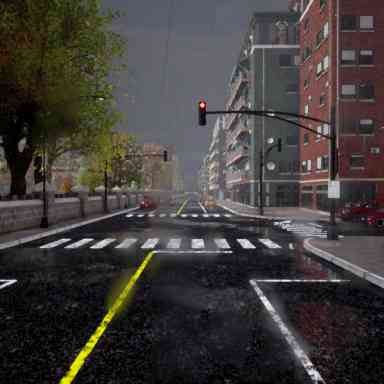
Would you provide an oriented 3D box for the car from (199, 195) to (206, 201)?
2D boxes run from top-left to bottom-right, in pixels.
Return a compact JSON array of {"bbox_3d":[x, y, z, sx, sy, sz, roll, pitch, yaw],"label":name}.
[{"bbox_3d":[2.772,1.593,88.193,1.887,1.381,4.507,0,0,0],"label":"car"}]

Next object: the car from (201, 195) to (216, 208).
[{"bbox_3d":[2.736,1.538,49.616,1.752,1.417,4.829,0,0,0],"label":"car"}]

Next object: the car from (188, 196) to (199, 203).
[{"bbox_3d":[0.070,1.577,69.224,2.033,1.411,5.357,0,0,0],"label":"car"}]

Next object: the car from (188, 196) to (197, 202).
[{"bbox_3d":[0.078,1.591,79.635,1.994,1.385,4.181,0,0,0],"label":"car"}]

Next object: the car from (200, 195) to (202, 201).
[{"bbox_3d":[2.741,1.562,54.981,1.887,1.381,4.507,0,0,0],"label":"car"}]

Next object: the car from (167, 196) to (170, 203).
[{"bbox_3d":[-5.635,1.566,60.524,1.887,1.381,4.507,0,0,0],"label":"car"}]

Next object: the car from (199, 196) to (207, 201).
[{"bbox_3d":[2.767,1.587,82.658,1.887,1.381,4.507,0,0,0],"label":"car"}]

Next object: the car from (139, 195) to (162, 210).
[{"bbox_3d":[-5.651,1.324,43.918,2.192,1.841,5.009,0,0,0],"label":"car"}]

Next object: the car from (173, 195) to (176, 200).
[{"bbox_3d":[-5.613,1.624,82.665,1.802,1.307,4.206,0,0,0],"label":"car"}]

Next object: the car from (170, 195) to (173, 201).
[{"bbox_3d":[-5.624,1.613,71.594,1.802,1.307,4.206,0,0,0],"label":"car"}]

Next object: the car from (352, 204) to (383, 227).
[{"bbox_3d":[14.688,1.851,24.722,4.181,1.385,1.994,1,0,0],"label":"car"}]

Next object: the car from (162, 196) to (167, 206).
[{"bbox_3d":[-5.640,1.457,54.989,1.967,1.590,4.097,0,0,0],"label":"car"}]

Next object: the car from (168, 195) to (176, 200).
[{"bbox_3d":[-5.604,1.580,93.565,1.752,1.417,4.829,0,0,0],"label":"car"}]

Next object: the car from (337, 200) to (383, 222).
[{"bbox_3d":[14.643,1.591,27.327,5.009,1.841,2.192,1,-1,0],"label":"car"}]
